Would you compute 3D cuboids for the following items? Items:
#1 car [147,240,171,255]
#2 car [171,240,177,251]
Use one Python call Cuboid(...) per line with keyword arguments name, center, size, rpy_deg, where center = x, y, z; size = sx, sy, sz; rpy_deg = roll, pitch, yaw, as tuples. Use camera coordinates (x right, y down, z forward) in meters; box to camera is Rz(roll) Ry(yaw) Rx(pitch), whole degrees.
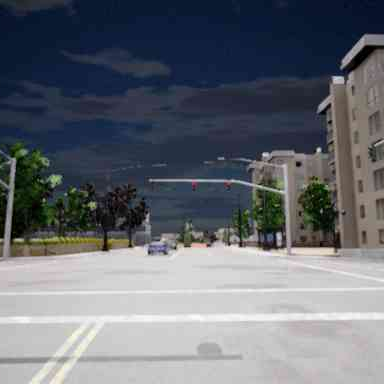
Cuboid(name="car", center=(-3.490, 5.781, 34.479), size=(1.812, 1.442, 4.674), rpy_deg=(0, -9, 0))
Cuboid(name="car", center=(-3.414, 8.157, 51.585), size=(2.097, 1.767, 4.553), rpy_deg=(0, -9, 0))
